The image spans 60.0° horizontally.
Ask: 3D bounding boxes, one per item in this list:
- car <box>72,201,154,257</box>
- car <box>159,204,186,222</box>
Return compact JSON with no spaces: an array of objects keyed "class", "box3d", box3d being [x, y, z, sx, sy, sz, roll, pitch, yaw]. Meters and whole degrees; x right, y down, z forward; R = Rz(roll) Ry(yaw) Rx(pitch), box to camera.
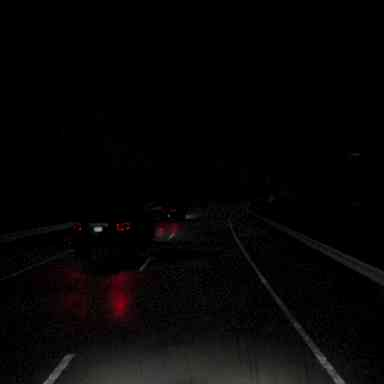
[{"class":"car","box3d":[-2.997,1.368,13.785,2.150,2.045,5.566,0,-1,3]},{"class":"car","box3d":[-1.691,1.816,30.122,2.128,1.511,4.902,0,-1,6]}]
